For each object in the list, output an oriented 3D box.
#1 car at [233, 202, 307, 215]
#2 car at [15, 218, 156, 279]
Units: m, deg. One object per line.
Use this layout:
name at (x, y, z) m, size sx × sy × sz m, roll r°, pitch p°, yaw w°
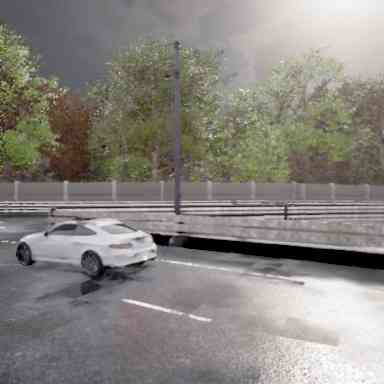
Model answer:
car at (5.610, 1.458, 23.978) m, size 5.357 × 1.411 × 2.033 m, roll 0°, pitch 0°, yaw -15°
car at (-3.218, 1.498, 9.889) m, size 4.674 × 1.442 × 1.812 m, roll 0°, pitch 0°, yaw 30°
